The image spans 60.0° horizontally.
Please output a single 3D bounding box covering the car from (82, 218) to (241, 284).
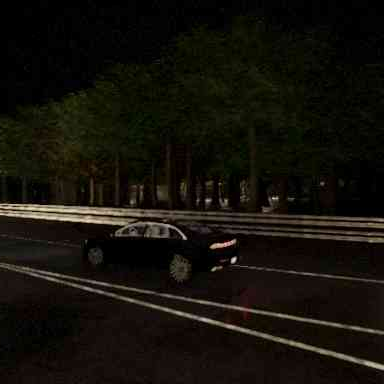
[{"bbox_3d":[-1.032,1.502,9.617,4.902,1.511,2.128,0,0,30],"label":"car"}]
